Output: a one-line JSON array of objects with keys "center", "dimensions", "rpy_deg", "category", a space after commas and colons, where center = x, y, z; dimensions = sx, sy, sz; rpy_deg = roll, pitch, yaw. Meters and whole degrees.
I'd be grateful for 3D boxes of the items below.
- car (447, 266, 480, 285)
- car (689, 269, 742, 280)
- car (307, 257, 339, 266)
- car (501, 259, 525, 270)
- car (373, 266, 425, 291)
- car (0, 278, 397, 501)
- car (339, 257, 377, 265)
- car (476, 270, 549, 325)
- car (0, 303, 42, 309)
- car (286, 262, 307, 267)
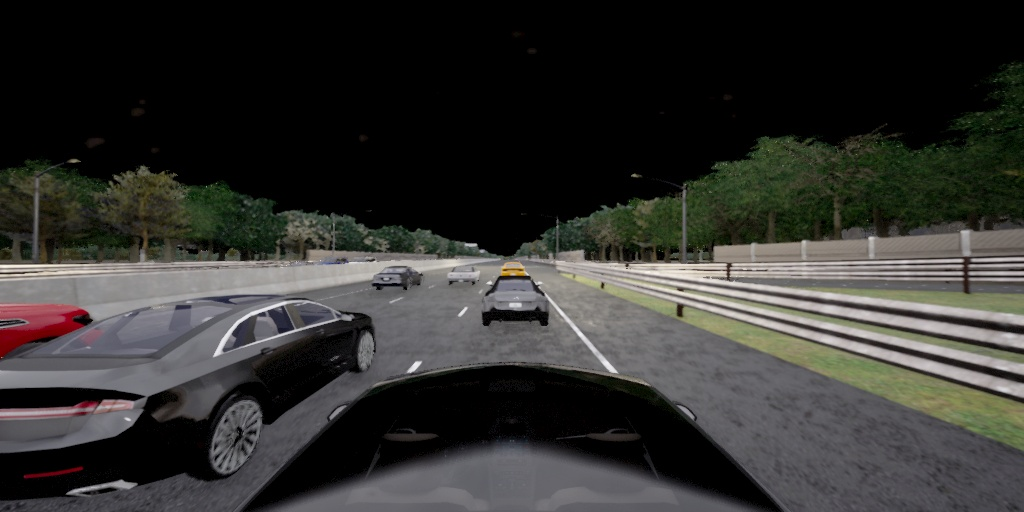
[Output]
[{"center": [-3.414, 1.372, 26.221], "dimensions": [1.895, 1.301, 4.718], "rpy_deg": [0, 0, 0], "category": "car"}, {"center": [17.518, 1.317, 31.050], "dimensions": [1.812, 1.442, 4.674], "rpy_deg": [0, -2, -21], "category": "car"}, {"center": [-21.024, 1.131, 41.952], "dimensions": [2.150, 2.045, 5.566], "rpy_deg": [0, 0, 0], "category": "car"}, {"center": [0.084, 1.257, 29.577], "dimensions": [1.882, 1.535, 5.008], "rpy_deg": [0, 0, 0], "category": "car"}, {"center": [-6.913, 1.312, 22.206], "dimensions": [2.033, 1.411, 5.357], "rpy_deg": [0, 0, 0], "category": "car"}, {"center": [-3.402, 1.242, 4.667], "dimensions": [2.128, 1.511, 4.902], "rpy_deg": [0, 0, 0], "category": "car"}, {"center": [-17.524, 1.142, 41.953], "dimensions": [2.150, 2.045, 5.566], "rpy_deg": [0, 0, 0], "category": "car"}, {"center": [0.094, 1.318, 11.854], "dimensions": [1.994, 1.385, 4.181], "rpy_deg": [0, 0, 0], "category": "car"}, {"center": [-6.901, 0.971, 2.752], "dimensions": [2.150, 2.045, 5.566], "rpy_deg": [0, 0, 0], "category": "car"}, {"center": [-24.524, 1.368, 41.977], "dimensions": [2.033, 1.411, 5.357], "rpy_deg": [0, 0, 0], "category": "car"}]
